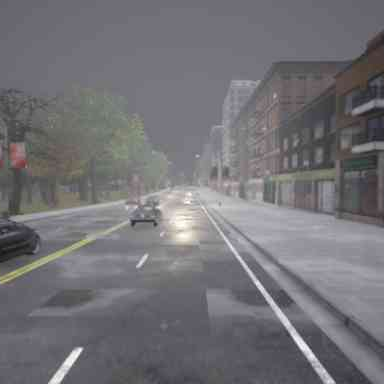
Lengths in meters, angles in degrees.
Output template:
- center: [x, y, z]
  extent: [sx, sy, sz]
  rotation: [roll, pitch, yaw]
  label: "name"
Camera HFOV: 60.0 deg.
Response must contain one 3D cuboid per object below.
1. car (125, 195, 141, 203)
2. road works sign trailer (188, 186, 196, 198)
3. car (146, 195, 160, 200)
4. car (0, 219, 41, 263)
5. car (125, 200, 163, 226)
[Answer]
- center: [-9.797, 1.321, 55.545]
  extent: [2.097, 1.767, 4.553]
  rotation: [0, 0, 1]
  label: "car"
- center: [0.000, -0.100, 95.178]
  extent: [2.380, 3.560, 2.880]
  rotation: [0, 1, 0]
  label: "road works sign trailer"
- center: [-6.547, 1.320, 55.545]
  extent: [2.097, 1.767, 4.553]
  rotation: [0, 0, 1]
  label: "car"
- center: [-6.573, 1.581, 10.587]
  extent: [1.994, 1.385, 4.181]
  rotation: [0, 0, 1]
  label: "car"
- center: [-3.148, 1.575, 23.709]
  extent: [2.033, 1.411, 5.357]
  rotation: [0, 0, 0]
  label: "car"
